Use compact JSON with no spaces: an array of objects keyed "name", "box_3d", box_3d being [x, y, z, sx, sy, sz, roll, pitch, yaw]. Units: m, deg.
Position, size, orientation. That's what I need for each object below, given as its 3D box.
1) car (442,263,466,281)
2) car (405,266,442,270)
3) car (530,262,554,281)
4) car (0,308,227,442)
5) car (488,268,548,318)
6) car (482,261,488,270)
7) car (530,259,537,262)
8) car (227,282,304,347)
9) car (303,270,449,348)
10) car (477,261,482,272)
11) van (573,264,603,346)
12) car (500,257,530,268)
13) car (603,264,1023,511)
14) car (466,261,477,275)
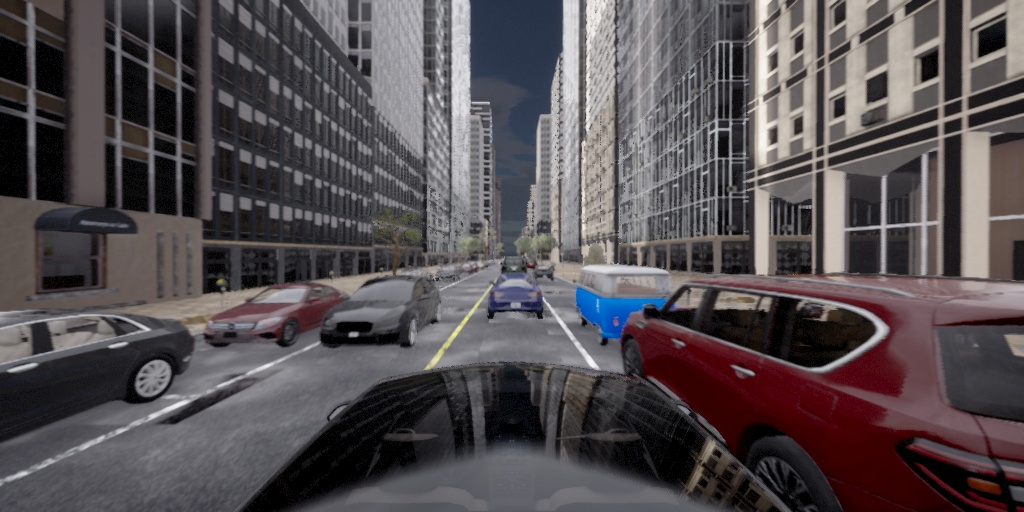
[{"name":"car","box_3d":[-5.634,1.453,32.066,2.007,1.370,4.403,0,0,0]},{"name":"car","box_3d":[-5.657,1.394,20.699,2.007,1.370,4.403,0,0,0]},{"name":"car","box_3d":[2.746,1.462,32.049,2.007,1.370,4.403,0,0,0]},{"name":"car","box_3d":[-5.692,1.305,3.649,2.007,1.370,4.403,0,0,0]},{"name":"car","box_3d":[0.120,1.336,13.137,1.812,1.442,4.674,0,0,0]},{"name":"car","box_3d":[-5.578,1.575,60.315,1.751,1.417,4.829,0,0,0]},{"name":"car","box_3d":[2.791,1.344,54.784,2.192,1.841,5.009,0,0,0]},{"name":"car","box_3d":[-5.680,1.366,9.332,1.802,1.307,4.207,0,0,0]},{"name":"car","box_3d":[-3.087,1.292,9.429,1.837,1.490,4.892,0,0,0]},{"name":"car","box_3d":[-5.600,1.431,49.117,1.967,1.591,4.097,0,0,0]},{"name":"van","box_3d":[2.701,1.134,9.316,1.690,1.789,3.998,0,0,0]},{"name":"car","box_3d":[0.157,1.122,30.553,2.150,2.045,5.566,0,0,0]},{"name":"car","box_3d":[2.689,1.078,3.632,2.192,1.841,5.009,0,0,0]},{"name":"car","box_3d":[-5.612,1.544,43.433,1.802,1.307,4.207,0,0,0]}]
